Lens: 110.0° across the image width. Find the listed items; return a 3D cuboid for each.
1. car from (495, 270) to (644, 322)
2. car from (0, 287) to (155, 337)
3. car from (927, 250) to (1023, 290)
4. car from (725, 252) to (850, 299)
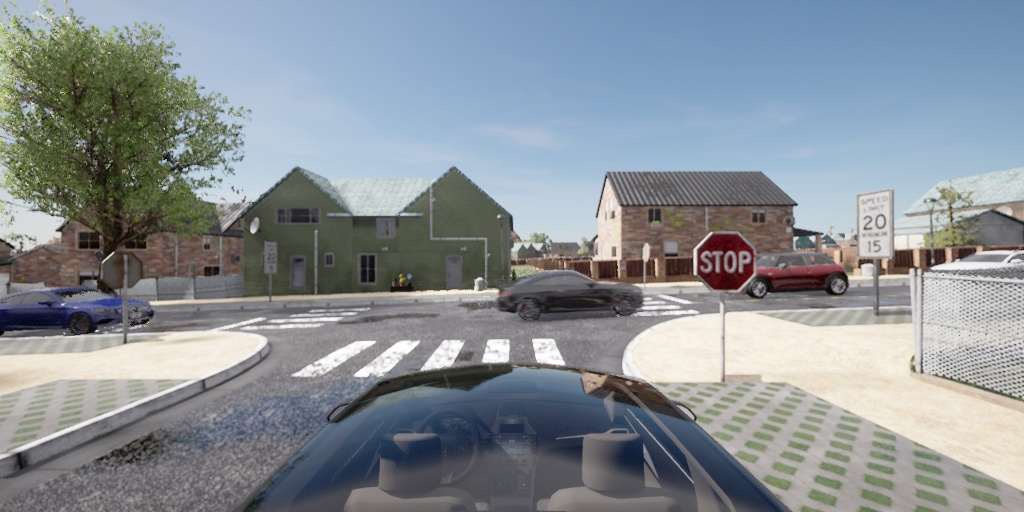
[{"bbox_3d":[1.792,1.185,11.558,4.674,1.442,1.812,-3,0,0],"label":"car"},{"bbox_3d":[-14.555,1.755,11.691,4.674,1.442,1.812,-2,0,0],"label":"car"},{"bbox_3d":[19.600,0.519,14.400,4.674,1.442,1.812,-2,0,1],"label":"car"},{"bbox_3d":[10.574,0.671,14.414,4.553,1.767,2.097,-2,0,-1],"label":"car"}]
